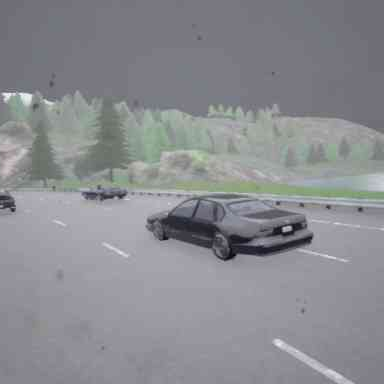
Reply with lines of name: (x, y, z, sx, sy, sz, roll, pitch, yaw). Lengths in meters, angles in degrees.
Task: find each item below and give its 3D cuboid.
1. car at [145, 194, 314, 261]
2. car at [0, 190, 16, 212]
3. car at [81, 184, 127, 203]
car: (0.623, 0.776, 9.219, 2.033, 1.411, 5.357, -6, 5, -34)
car: (-13.145, 0.606, 22.106, 1.837, 1.490, 4.892, -5, 4, -39)
car: (-6.987, 0.031, 26.016, 1.895, 1.301, 4.718, -7, 5, -39)
